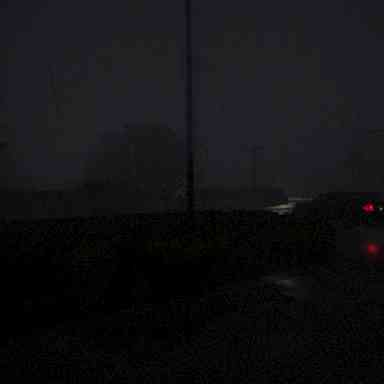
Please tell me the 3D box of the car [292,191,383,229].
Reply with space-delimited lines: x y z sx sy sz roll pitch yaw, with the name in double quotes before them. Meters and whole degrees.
"car" 8.690 0.984 20.074 2.150 2.045 5.566 -1 1 -32
